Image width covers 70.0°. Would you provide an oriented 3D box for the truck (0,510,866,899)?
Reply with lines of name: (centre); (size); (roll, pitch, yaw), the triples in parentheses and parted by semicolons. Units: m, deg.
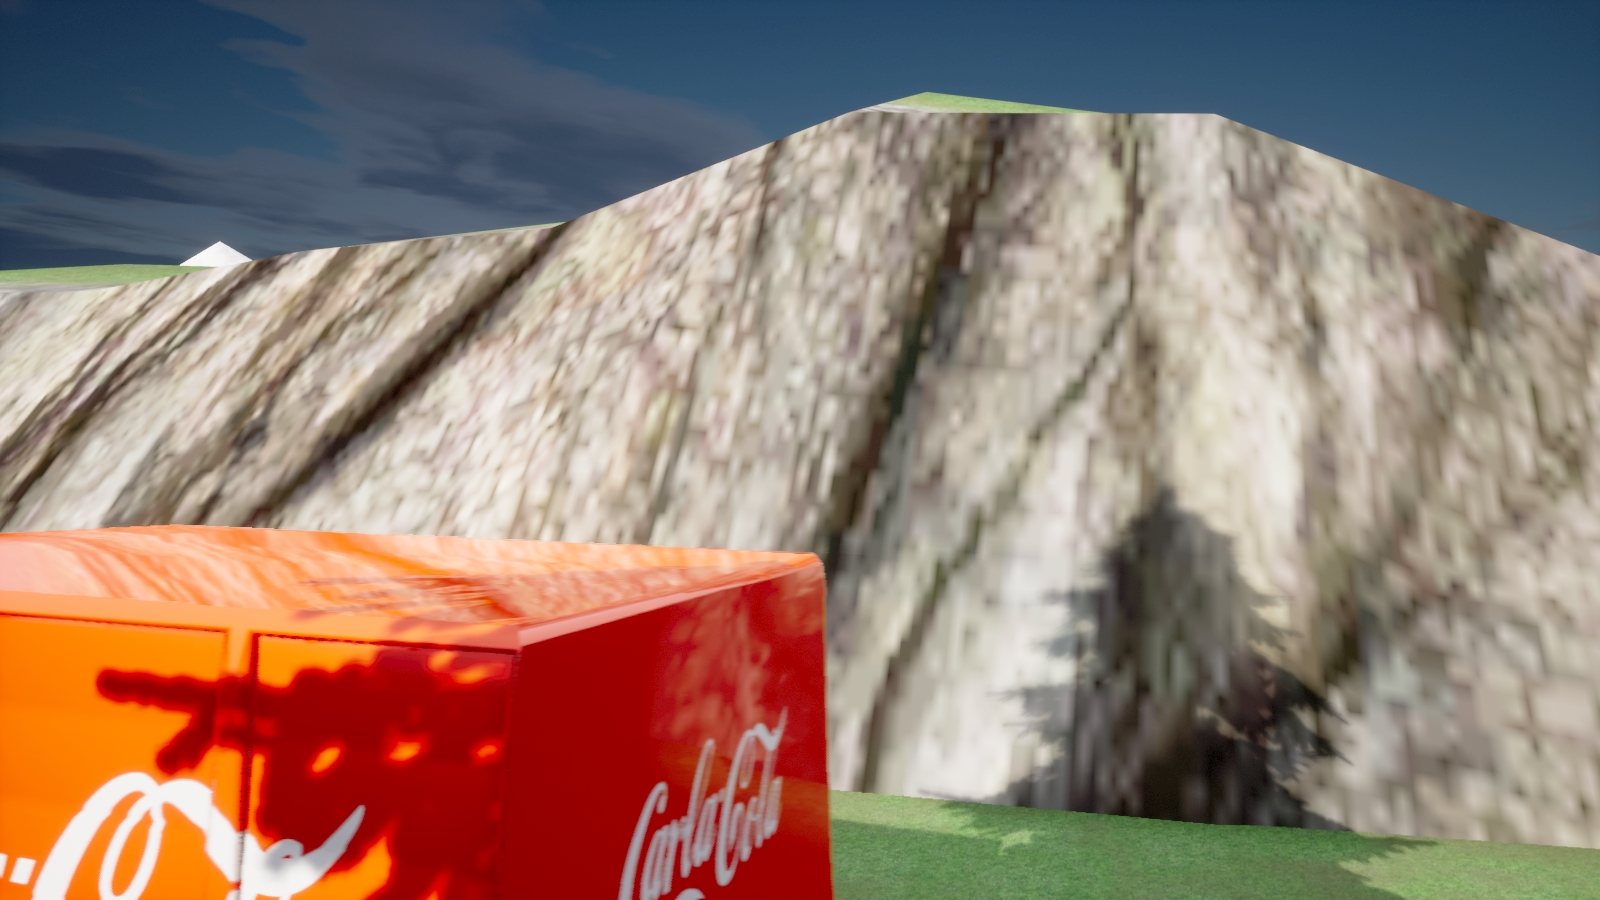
truck: (-2.637, 1.564, 4.237); (5.204, 2.467, 2.627); (0, 0, 21)
